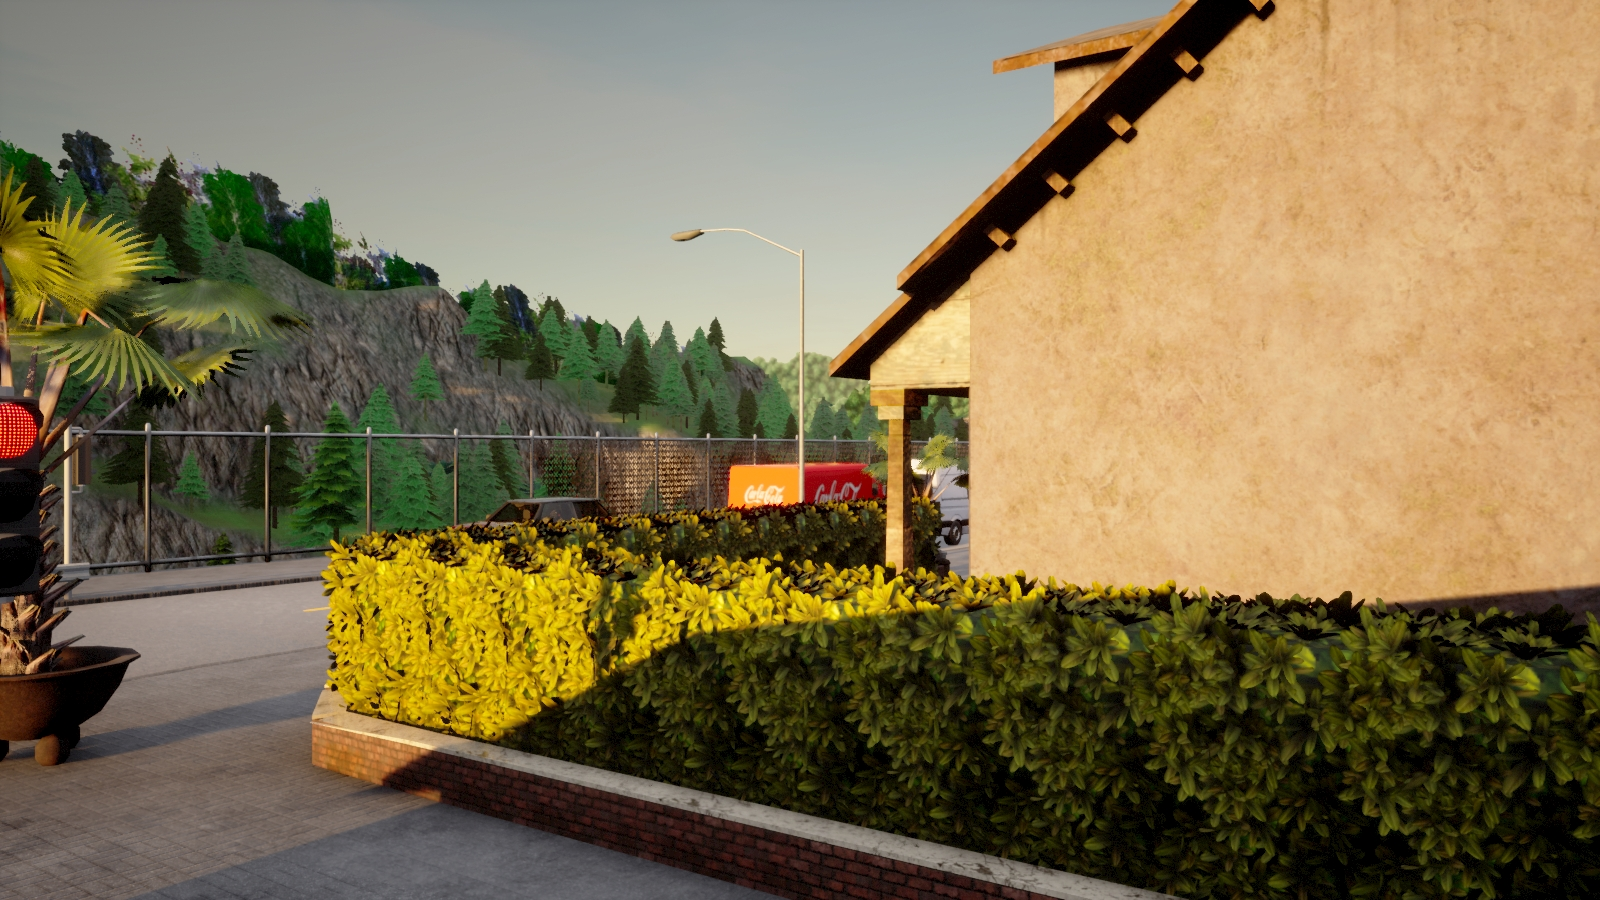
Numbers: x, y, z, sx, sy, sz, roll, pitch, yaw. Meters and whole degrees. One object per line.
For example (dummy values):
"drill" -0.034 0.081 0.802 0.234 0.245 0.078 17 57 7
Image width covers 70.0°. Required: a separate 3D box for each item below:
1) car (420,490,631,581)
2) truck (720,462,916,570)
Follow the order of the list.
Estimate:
"car" -6.312 1.906 26.765 2.097 1.767 4.553 0 0 35
"truck" 0.584 1.568 29.600 2.627 2.467 5.204 0 0 35
